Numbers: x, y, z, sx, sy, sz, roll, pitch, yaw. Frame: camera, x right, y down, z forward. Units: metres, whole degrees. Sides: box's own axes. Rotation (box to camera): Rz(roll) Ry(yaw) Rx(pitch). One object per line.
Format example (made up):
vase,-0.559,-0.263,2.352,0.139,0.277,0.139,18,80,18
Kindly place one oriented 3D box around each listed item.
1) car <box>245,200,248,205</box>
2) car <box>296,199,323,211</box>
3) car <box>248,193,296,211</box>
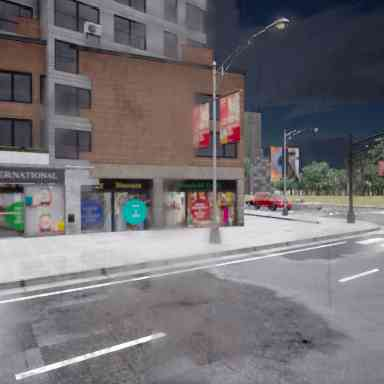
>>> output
car,9.589,1.473,47.565,1.895,1.301,4.718,0,0,-22
car,13.081,1.493,39.095,1.895,1.301,4.718,0,0,-23
car,9.388,1.123,39.481,2.150,2.045,5.566,0,0,-22
